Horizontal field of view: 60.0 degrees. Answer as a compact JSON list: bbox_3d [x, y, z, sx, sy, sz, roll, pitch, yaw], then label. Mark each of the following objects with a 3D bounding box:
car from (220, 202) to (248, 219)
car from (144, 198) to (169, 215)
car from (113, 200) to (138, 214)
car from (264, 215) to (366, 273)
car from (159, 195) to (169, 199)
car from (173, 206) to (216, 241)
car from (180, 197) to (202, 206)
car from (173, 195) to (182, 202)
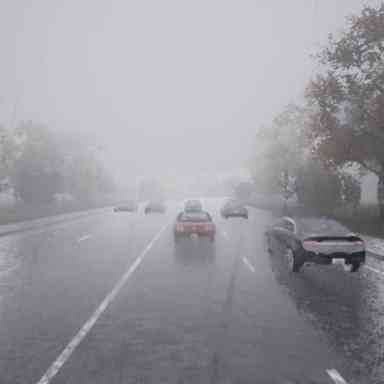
[{"bbox_3d":[3.613,1.554,29.022,1.994,1.385,4.181,0,0,0],"label":"car"},{"bbox_3d":[-3.583,1.590,33.203,1.895,1.301,4.718,0,0,0],"label":"car"},{"bbox_3d":[-7.075,1.553,35.770,1.994,1.385,4.181,0,0,0],"label":"car"},{"bbox_3d":[3.606,1.488,10.615,2.128,1.511,4.902,0,0,0],"label":"car"},{"bbox_3d":[-6.321,1.360,76.146,1.882,1.535,5.008,0,0,4],"label":"car"},{"bbox_3d":[0.106,1.595,16.495,1.895,1.301,4.718,0,0,0],"label":"car"},{"bbox_3d":[0.116,1.536,35.283,2.033,1.411,5.357,0,0,0],"label":"car"},{"bbox_3d":[-2.930,1.414,74.089,1.812,1.442,4.674,0,0,2],"label":"car"}]
